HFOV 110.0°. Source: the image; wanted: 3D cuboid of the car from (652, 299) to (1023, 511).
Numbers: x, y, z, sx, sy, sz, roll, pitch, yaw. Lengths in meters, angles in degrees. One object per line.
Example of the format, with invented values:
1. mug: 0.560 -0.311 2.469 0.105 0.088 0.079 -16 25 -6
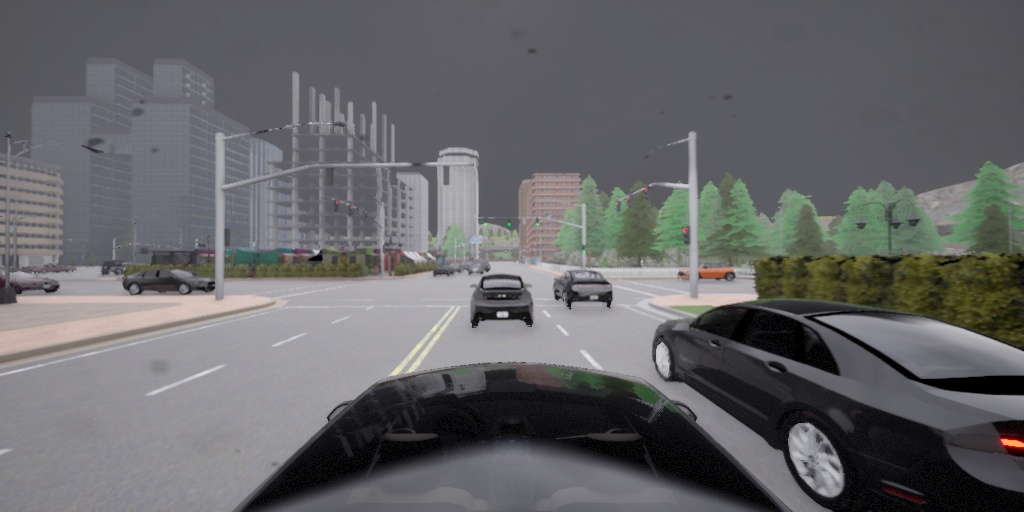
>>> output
1. car: 3.336 1.269 4.297 1.837 1.490 4.892 0 0 0

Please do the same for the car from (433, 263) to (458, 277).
1. car: -8.087 1.776 42.998 1.895 1.301 4.718 0 -1 1

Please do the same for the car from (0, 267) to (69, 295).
1. car: -30.258 1.578 21.551 4.674 1.442 1.812 0 -1 0

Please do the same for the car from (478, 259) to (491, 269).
1. car: -4.785 1.514 56.541 2.150 2.045 5.566 0 -1 -1

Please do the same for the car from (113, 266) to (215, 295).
1. car: -20.305 1.520 21.506 4.892 1.490 1.837 0 -1 0

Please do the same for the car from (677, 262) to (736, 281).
1. car: 17.261 1.329 32.039 4.553 1.767 2.097 0 -1 0

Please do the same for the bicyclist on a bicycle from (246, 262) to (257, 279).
1. bicyclist on a bicycle: -26.136 1.437 35.966 0.582 1.620 1.656 0 5 0

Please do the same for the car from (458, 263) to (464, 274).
1. car: -8.206 1.770 52.288 1.837 1.490 4.892 0 -1 -1

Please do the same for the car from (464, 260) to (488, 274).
1. car: -4.598 1.689 46.679 2.128 1.511 4.902 0 -1 -1

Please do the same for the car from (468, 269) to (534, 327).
1. car: -0.356 1.356 12.066 1.837 1.490 4.892 0 -1 -2

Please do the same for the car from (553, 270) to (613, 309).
1. car: 2.993 1.366 15.865 2.128 1.511 4.902 0 0 -2
